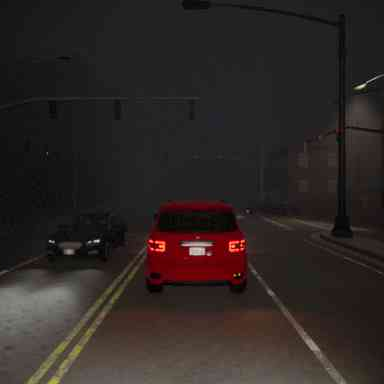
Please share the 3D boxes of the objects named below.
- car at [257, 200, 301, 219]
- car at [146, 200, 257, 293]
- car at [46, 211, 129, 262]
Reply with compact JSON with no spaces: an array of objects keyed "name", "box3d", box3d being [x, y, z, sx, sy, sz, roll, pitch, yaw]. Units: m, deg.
[{"name":"car","box3d":[7.153,1.499,29.705,4.892,1.490,1.837,3,0,1]},{"name":"car","box3d":[0.095,1.221,9.015,2.150,2.045,5.566,0,0,0]},{"name":"car","box3d":[-3.580,1.491,12.179,2.128,1.511,4.902,0,0,0]}]
